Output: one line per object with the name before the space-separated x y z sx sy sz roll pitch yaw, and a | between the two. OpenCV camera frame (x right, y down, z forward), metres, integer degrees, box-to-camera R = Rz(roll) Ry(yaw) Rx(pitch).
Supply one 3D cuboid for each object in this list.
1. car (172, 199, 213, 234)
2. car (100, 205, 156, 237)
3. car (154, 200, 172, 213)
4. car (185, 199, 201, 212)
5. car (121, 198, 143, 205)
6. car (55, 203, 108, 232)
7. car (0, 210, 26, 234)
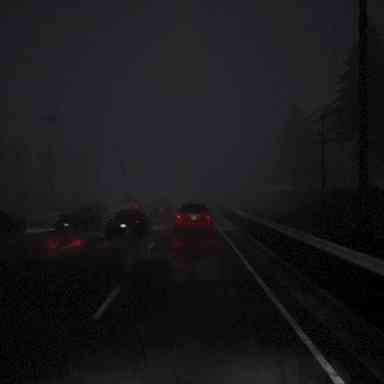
car | 0.102 1.441 20.060 2.097 1.767 4.553 0 0 0
car | -3.398 1.647 18.431 1.994 1.385 4.181 0 0 0
car | -3.399 1.683 39.492 1.837 1.490 4.892 0 0 0
car | 0.103 1.664 41.901 1.882 1.535 5.008 0 0 0
car | -6.901 1.523 38.489 2.097 1.767 4.553 0 0 0
car | -6.899 1.618 20.584 1.812 1.442 4.674 0 0 0
car | -10.400 1.602 17.069 1.812 1.442 4.674 0 0 0
